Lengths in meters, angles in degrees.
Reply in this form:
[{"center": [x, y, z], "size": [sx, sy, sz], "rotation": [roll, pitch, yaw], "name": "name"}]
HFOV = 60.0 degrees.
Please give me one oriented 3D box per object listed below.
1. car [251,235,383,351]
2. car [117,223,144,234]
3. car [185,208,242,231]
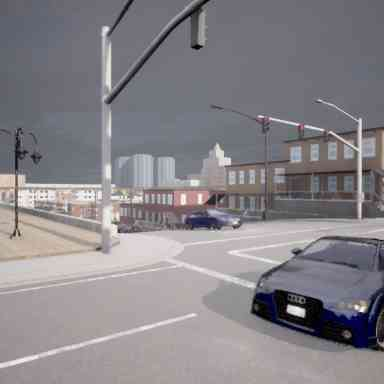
[{"center": [2.970, 1.563, 6.278], "size": [4.181, 1.385, 1.994], "rotation": [0, 0, -44], "name": "car"}, {"center": [-6.493, 3.763, 32.952], "size": [1.994, 1.385, 4.181], "rotation": [0, -12, -36], "name": "car"}, {"center": [1.284, 1.833, 22.386], "size": [1.812, 1.442, 4.674], "rotation": [0, -5, -36], "name": "car"}]
